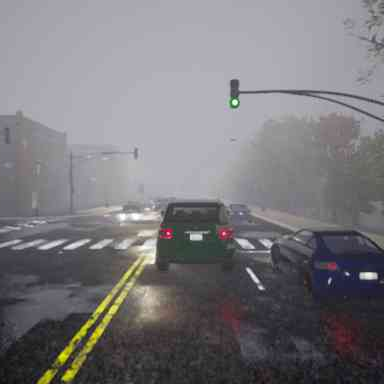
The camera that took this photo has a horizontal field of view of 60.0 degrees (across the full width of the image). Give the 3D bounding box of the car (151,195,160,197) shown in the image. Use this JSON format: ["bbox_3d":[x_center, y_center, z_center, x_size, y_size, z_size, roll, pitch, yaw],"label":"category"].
[{"bbox_3d":[-3.378,1.458,39.689,1.882,1.535,5.008,0,0,0],"label":"car"}]

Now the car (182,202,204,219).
[{"bbox_3d":[0.091,1.585,30.275,1.895,1.301,4.718,0,0,0],"label":"car"}]

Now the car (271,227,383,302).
[{"bbox_3d":[3.350,1.559,8.323,1.994,1.385,4.181,0,0,0],"label":"car"}]

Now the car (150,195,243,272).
[{"bbox_3d":[0.104,1.215,10.942,2.150,2.045,5.566,0,0,0],"label":"car"}]

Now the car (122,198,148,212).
[{"bbox_3d":[-6.625,1.582,37.999,1.895,1.301,4.718,0,0,0],"label":"car"}]

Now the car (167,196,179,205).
[{"bbox_3d":[-3.350,1.498,59.368,1.812,1.442,4.674,0,0,0],"label":"car"}]

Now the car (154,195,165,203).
[{"bbox_3d":[-6.625,1.473,67.659,1.837,1.490,4.892,0,0,0],"label":"car"}]

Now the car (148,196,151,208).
[{"bbox_3d":[-6.642,1.524,47.651,2.033,1.411,5.357,0,0,0],"label":"car"}]

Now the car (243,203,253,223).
[{"bbox_3d":[3.349,1.533,25.292,2.033,1.411,5.357,0,0,0],"label":"car"}]

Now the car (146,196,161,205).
[{"bbox_3d":[-6.597,1.465,57.567,2.128,1.511,4.902,0,0,0],"label":"car"}]

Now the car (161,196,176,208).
[{"bbox_3d":[-3.387,1.454,49.302,1.882,1.535,5.008,0,0,0],"label":"car"}]
